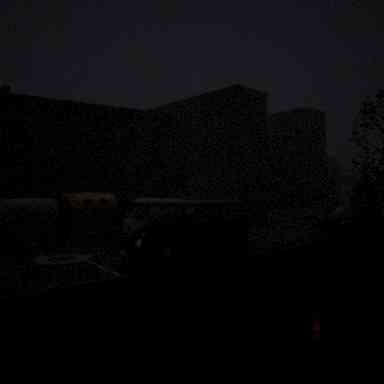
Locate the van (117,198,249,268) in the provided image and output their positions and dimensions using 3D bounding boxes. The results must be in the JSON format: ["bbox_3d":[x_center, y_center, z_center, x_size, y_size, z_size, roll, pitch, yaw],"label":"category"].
[{"bbox_3d":[-0.218,1.180,10.788,4.442,1.987,1.878,1,0,-38],"label":"van"}]

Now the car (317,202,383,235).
[{"bbox_3d":[8.567,1.404,17.822,4.674,1.452,2.002,1,0,-41],"label":"car"}]

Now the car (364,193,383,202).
[{"bbox_3d":[12.767,1.088,21.468,5.566,2.045,2.435,1,0,-44],"label":"car"}]
